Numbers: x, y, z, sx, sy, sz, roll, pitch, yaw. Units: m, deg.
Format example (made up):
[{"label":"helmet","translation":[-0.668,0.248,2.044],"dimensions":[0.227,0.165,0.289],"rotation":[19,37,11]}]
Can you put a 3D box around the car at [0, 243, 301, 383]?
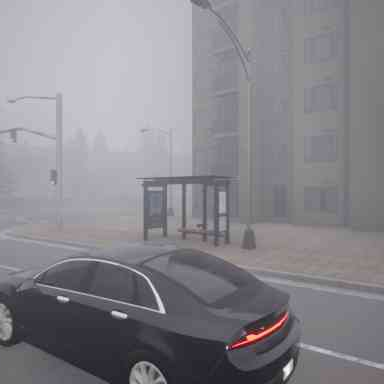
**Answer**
[{"label":"car","translation":[-1.020,1.505,4.710],"dimensions":[4.892,1.490,1.837],"rotation":[0,0,35]}]
